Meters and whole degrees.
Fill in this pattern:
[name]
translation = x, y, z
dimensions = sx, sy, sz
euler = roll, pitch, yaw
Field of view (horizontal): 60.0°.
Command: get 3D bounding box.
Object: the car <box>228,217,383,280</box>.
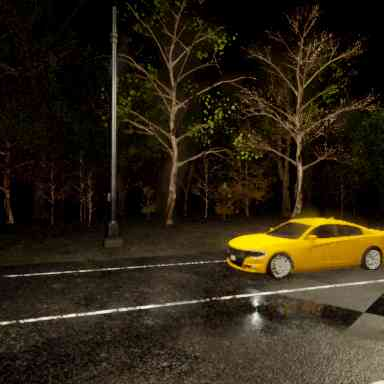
[car]
translation = 3.494, 1.534, 9.865
dimensions = 5.008, 1.535, 1.882
euler = 0, 0, -19
